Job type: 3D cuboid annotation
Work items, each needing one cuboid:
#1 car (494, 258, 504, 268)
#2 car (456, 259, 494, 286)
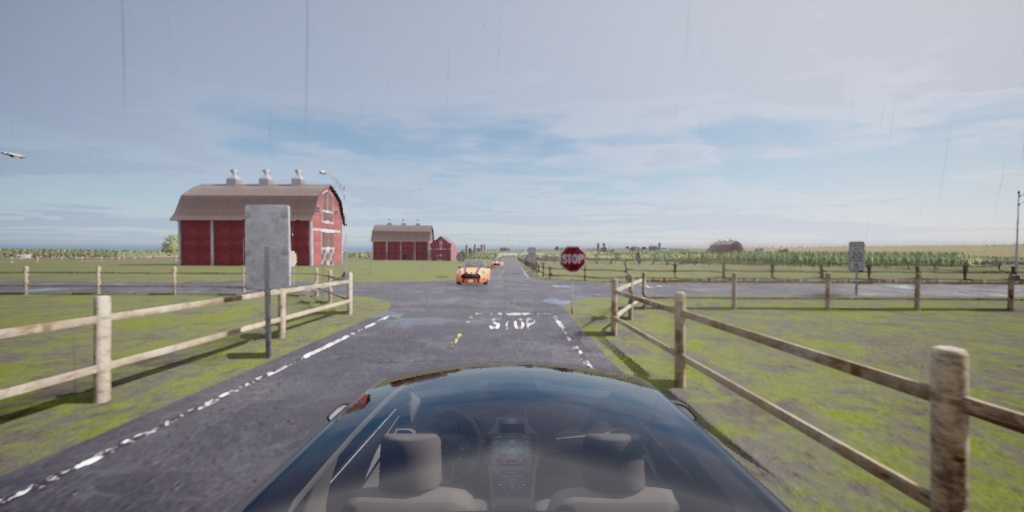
[{"bbox_3d":[-2.501,1.127,61.683,2.097,1.767,4.553,0,0,0],"label":"car"},{"bbox_3d":[-2.649,1.066,25.419,2.097,1.767,4.553,0,0,0],"label":"car"}]
